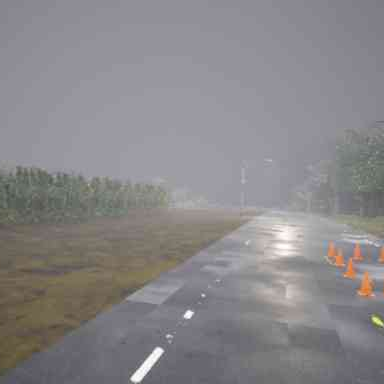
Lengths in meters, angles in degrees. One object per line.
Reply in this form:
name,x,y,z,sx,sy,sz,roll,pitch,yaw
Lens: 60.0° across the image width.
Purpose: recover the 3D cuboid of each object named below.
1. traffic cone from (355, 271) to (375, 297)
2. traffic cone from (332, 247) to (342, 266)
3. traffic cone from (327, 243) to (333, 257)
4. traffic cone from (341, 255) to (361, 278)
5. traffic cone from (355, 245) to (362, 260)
traffic cone,4.419,2.295,8.421,0.340,0.580,0.340,3,-1,15
traffic cone,5.459,2.400,12.282,0.340,0.580,0.340,3,-1,15
traffic cone,5.979,2.454,14.212,0.340,0.580,0.340,3,-1,15
traffic cone,4.939,2.347,10.351,0.340,0.580,0.340,3,-1,15
traffic cone,6.942,2.503,13.952,0.340,0.580,0.340,3,-1,15
